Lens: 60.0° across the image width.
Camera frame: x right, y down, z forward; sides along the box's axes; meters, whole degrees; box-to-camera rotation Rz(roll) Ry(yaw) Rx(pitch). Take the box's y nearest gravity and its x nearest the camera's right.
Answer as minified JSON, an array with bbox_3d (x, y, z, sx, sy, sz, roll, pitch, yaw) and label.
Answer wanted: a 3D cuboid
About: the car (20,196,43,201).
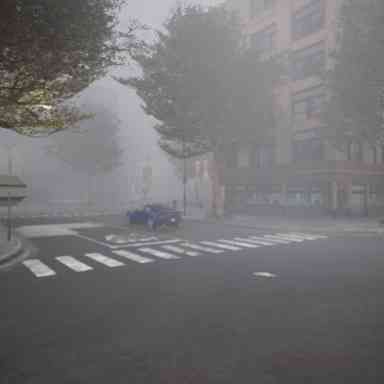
[{"bbox_3d":[-38.309,1.537,79.618,4.718,1.301,1.895,0,0,-36],"label":"car"}]

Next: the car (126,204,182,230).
[{"bbox_3d":[-2.622,1.528,21.913,1.882,1.535,5.008,0,0,-37],"label":"car"}]
